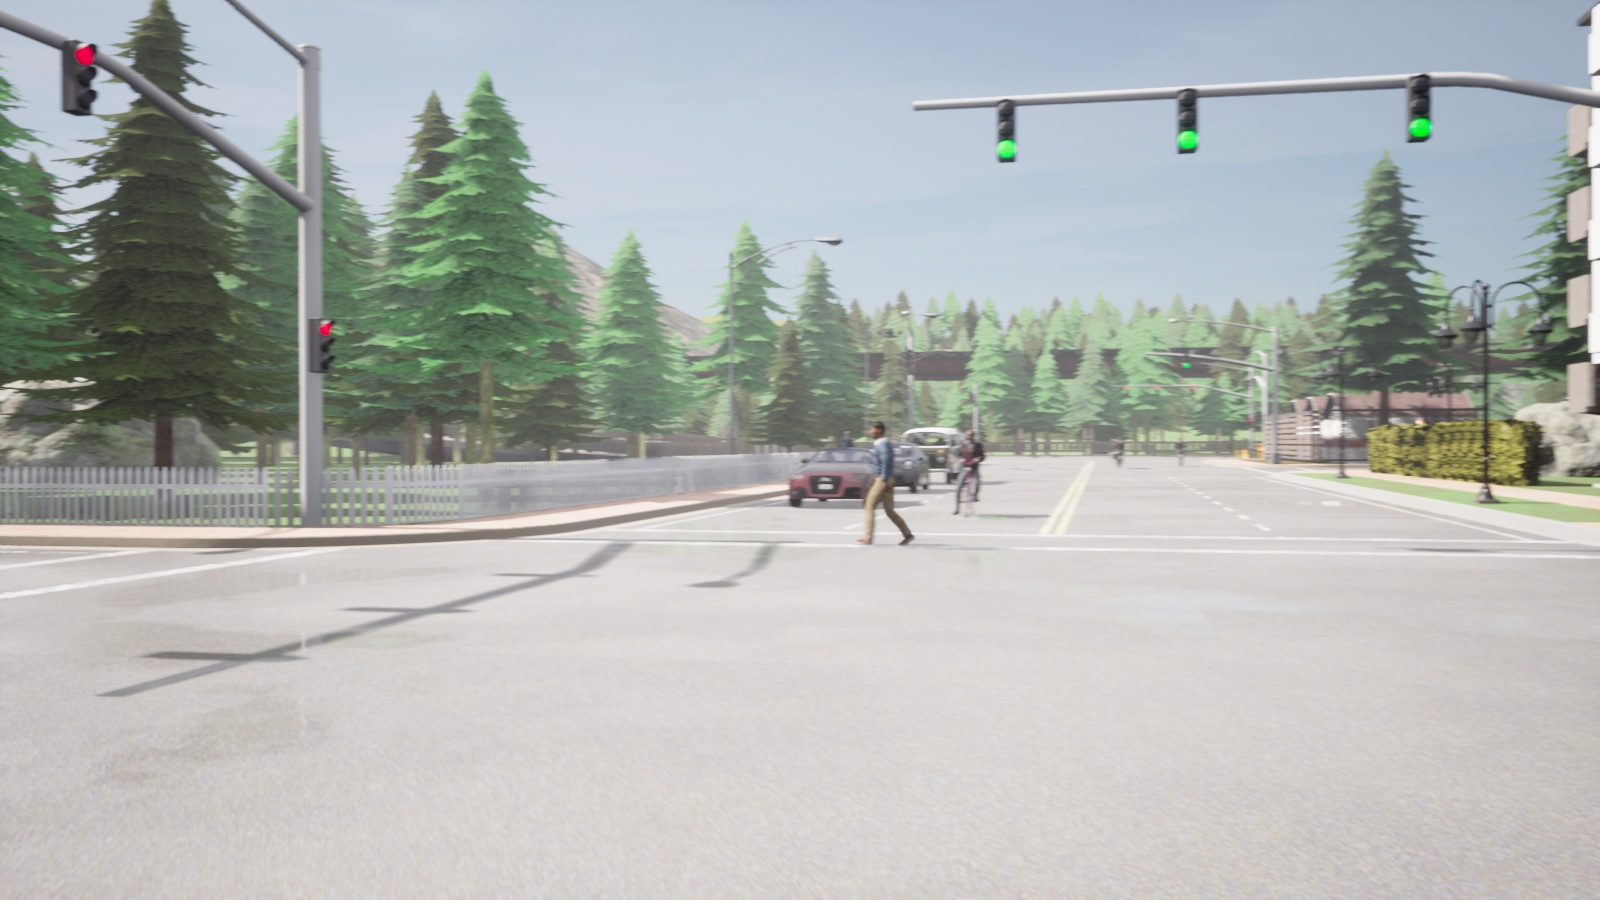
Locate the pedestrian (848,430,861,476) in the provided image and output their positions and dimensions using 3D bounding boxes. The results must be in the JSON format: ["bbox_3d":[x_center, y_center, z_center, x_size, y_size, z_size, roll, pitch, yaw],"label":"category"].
[{"bbox_3d":[2.224,0.109,51.121,0.402,1.842,0.726,0,0,15],"label":"pedestrian"}]

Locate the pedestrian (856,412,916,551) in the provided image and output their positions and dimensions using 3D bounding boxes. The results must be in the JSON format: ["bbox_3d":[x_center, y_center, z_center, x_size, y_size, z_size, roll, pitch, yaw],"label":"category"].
[{"bbox_3d":[1.221,0.441,17.836,0.788,1.949,0.423,0,0,14],"label":"pedestrian"}]

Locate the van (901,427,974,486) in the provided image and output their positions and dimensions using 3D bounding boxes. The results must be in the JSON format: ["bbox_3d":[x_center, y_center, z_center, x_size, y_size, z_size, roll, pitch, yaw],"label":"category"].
[{"bbox_3d":[5.075,0.198,45.849,2.069,2.038,4.480,0,0,14],"label":"van"}]

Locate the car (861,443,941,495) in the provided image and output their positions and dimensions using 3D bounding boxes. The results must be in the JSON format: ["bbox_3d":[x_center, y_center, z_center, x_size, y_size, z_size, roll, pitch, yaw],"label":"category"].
[{"bbox_3d":[3.103,0.538,37.858,1.845,1.501,3.633,0,0,14],"label":"car"}]

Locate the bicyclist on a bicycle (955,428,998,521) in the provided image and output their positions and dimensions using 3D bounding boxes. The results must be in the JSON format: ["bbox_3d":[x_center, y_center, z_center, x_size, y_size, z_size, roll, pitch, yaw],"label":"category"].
[{"bbox_3d":[3.507,0.468,24.878,0.659,1.776,1.843,0,0,14],"label":"bicyclist on a bicycle"}]

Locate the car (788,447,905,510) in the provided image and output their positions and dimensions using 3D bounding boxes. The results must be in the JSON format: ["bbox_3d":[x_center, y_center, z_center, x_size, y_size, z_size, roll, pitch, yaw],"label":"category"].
[{"bbox_3d":[1.201,0.636,30.146,1.994,1.385,4.181,0,0,14],"label":"car"}]
